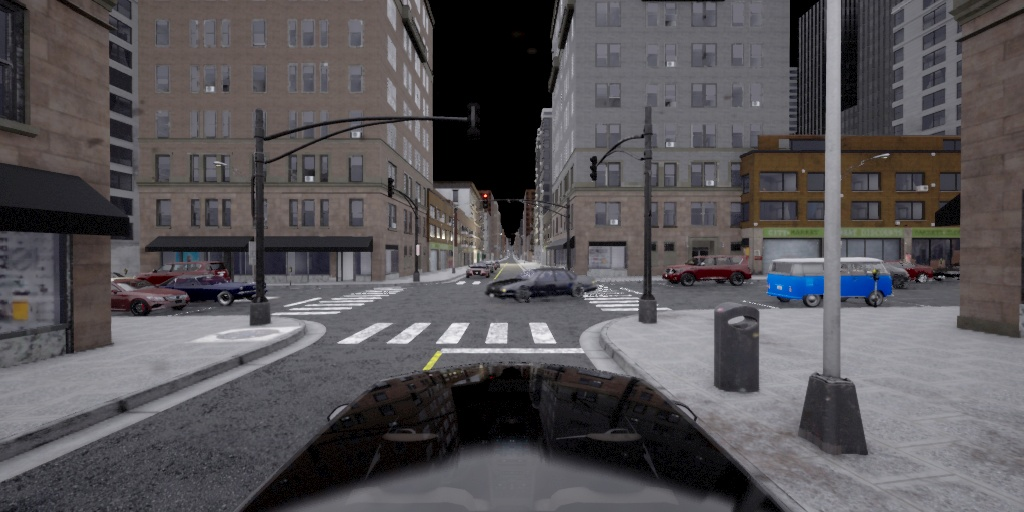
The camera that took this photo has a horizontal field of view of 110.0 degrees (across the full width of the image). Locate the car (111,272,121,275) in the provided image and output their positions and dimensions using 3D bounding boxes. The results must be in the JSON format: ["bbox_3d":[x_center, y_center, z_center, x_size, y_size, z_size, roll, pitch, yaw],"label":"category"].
[{"bbox_3d":[-26.019,1.550,22.193,4.829,1.417,1.751,0,0,0],"label":"car"}]

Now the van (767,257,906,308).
[{"bbox_3d":[12.118,0.957,13.761,3.998,1.789,1.690,0,0,0],"label":"van"}]

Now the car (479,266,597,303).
[{"bbox_3d":[1.453,1.291,16.637,5.357,1.411,2.033,0,0,-29],"label":"car"}]

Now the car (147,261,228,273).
[{"bbox_3d":[-20.344,1.269,22.207,5.009,1.841,2.192,0,0,0],"label":"car"}]

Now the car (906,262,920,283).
[{"bbox_3d":[18.866,1.018,19.636,4.674,1.442,1.812,-1,0,0],"label":"car"}]

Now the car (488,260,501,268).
[{"bbox_3d":[-3.055,1.352,61.801,1.994,1.385,4.181,0,0,1],"label":"car"}]

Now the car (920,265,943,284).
[{"bbox_3d":[23.314,0.964,22.313,4.507,1.381,1.888,0,0,0],"label":"car"}]

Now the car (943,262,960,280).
[{"bbox_3d":[28.924,0.915,22.327,4.313,1.339,1.948,0,0,0],"label":"car"}]

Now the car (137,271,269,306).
[{"bbox_3d":[-13.954,1.517,16.360,4.718,1.301,1.895,-1,0,0],"label":"car"}]

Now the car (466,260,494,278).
[{"bbox_3d":[-3.085,1.318,33.636,1.994,1.385,4.181,0,0,1],"label":"car"}]

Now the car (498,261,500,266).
[{"bbox_3d":[-3.080,1.298,51.755,1.812,1.442,4.674,0,0,0],"label":"car"}]

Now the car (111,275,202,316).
[{"bbox_3d":[-14.818,1.527,13.695,4.207,1.307,1.802,0,0,0],"label":"car"}]

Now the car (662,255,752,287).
[{"bbox_3d":[12.097,0.871,22.286,5.009,1.841,2.192,0,0,0],"label":"car"}]

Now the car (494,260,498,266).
[{"bbox_3d":[-3.092,1.253,42.622,2.128,1.511,4.902,0,0,0],"label":"car"}]
